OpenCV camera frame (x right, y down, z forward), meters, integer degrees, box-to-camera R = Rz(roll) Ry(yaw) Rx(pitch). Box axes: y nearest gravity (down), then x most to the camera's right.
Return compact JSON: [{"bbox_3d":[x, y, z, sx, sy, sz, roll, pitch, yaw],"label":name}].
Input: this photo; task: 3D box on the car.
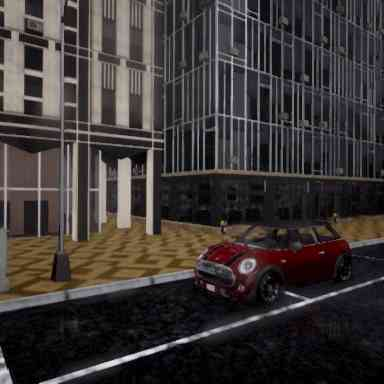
[{"bbox_3d":[2.008,1.438,7.985,4.097,1.590,1.967,0,0,-36],"label":"car"}]
